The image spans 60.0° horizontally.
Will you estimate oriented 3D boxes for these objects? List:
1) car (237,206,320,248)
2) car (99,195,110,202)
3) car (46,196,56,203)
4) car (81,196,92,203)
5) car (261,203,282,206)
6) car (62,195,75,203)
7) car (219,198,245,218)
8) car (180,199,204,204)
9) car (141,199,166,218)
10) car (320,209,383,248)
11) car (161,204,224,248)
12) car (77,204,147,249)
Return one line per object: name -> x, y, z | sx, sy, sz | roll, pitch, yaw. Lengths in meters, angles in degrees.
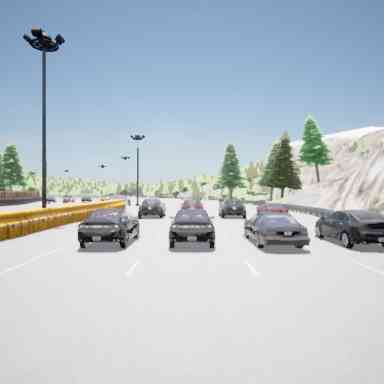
car -> 3.505, 1.560, 14.635 | 2.033, 1.411, 5.357 | 0, 0, 0
car -> -18.091, 1.450, 68.650 | 1.882, 1.535, 5.008 | 0, 0, -13
car -> -28.265, 1.542, 66.055 | 1.994, 1.385, 4.181 | 0, 0, -13
car -> -21.483, 1.530, 67.785 | 1.994, 1.385, 4.181 | 0, 0, -13
car -> 7.023, 1.614, 29.660 | 1.895, 1.301, 4.718 | 0, 0, 0
car -> -24.881, 1.339, 66.949 | 2.097, 1.767, 4.553 | 0, 0, -13
car -> 3.523, 1.364, 29.605 | 2.097, 1.767, 4.553 | 0, 0, 0
car -> 0.023, 1.364, 29.609 | 2.097, 1.767, 4.553 | 0, 0, 0
car -> -3.477, 1.363, 29.613 | 2.097, 1.767, 4.553 | 0, 0, 0
car -> 7.005, 1.514, 14.630 | 1.837, 1.490, 4.892 | 0, 0, 0
car -> 0.005, 1.492, 14.639 | 2.128, 1.511, 4.902 | 0, 0, 0
car -> -3.495, 1.492, 14.643 | 2.128, 1.511, 4.902 | 0, 0, 0
